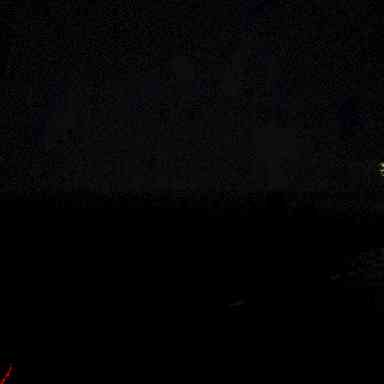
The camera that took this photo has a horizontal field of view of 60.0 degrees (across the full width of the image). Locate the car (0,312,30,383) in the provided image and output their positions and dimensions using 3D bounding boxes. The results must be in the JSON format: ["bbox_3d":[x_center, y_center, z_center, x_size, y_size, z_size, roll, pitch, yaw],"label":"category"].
[{"bbox_3d":[-3.468,1.505,1.519,4.892,1.490,1.837,0,0,-36],"label":"car"}]
